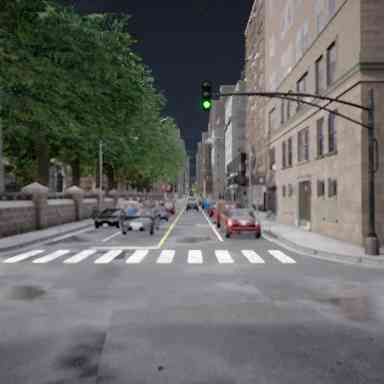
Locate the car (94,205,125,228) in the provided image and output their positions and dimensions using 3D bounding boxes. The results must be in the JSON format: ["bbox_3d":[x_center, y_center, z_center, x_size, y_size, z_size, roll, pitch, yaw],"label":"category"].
[{"bbox_3d":[-5.837,1.877,24.583,1.947,1.339,4.313,0,-1,0],"label":"car"}]

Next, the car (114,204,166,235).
[{"bbox_3d":[-3.080,1.754,20.733,2.128,1.511,4.902,0,-1,0],"label":"car"}]

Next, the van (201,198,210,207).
[{"bbox_3d":[2.722,2.191,67.825,1.690,1.788,3.998,0,-1,0],"label":"van"}]

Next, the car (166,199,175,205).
[{"bbox_3d":[-5.787,2.669,89.466,2.008,1.369,4.403,0,-1,0],"label":"car"}]

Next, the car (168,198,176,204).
[{"bbox_3d":[-5.783,2.625,94.874,1.967,1.590,4.097,0,-1,0],"label":"car"}]

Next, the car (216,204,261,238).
[{"bbox_3d":[2.685,1.683,19.153,1.967,1.590,4.097,0,-1,0],"label":"car"}]

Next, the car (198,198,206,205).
[{"bbox_3d":[2.739,2.558,89.455,1.967,1.590,4.097,0,-1,0],"label":"car"}]

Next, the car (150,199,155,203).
[{"bbox_3d":[-5.824,1.829,40.807,2.192,1.841,5.009,0,-1,0],"label":"car"}]

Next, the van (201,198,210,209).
[{"bbox_3d":[2.710,1.989,51.601,1.690,1.788,3.998,0,-1,0],"label":"van"}]

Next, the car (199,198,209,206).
[{"bbox_3d":[2.731,2.299,78.641,2.192,1.841,5.009,0,-1,0],"label":"car"}]

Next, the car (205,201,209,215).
[{"bbox_3d":[2.697,1.990,35.375,1.887,1.381,4.507,0,-1,0],"label":"car"}]

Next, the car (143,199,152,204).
[{"bbox_3d":[-5.828,1.886,35.398,1.967,1.590,4.097,0,-1,0],"label":"car"}]

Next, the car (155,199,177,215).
[{"bbox_3d":[-3.055,1.993,40.997,1.882,1.535,5.008,0,-1,0],"label":"car"}]

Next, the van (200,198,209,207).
[{"bbox_3d":[2.726,2.258,73.232,1.690,1.788,3.998,0,-1,0],"label":"van"}]

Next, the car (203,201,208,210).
[{"bbox_3d":[2.701,2.095,40.783,1.802,1.307,4.206,0,-1,0],"label":"car"}]

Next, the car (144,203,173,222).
[{"bbox_3d":[-3.080,1.952,30.747,1.994,1.385,4.181,0,-1,-1],"label":"car"}]

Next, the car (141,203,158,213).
[{"bbox_3d":[-5.820,2.163,46.210,1.802,1.307,4.206,0,-1,0],"label":"car"}]

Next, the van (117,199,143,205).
[{"bbox_3d":[-5.832,1.720,29.992,1.690,1.788,3.998,0,-1,0],"label":"van"}]

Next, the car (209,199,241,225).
[{"bbox_3d":[2.689,1.625,24.562,2.192,1.841,5.009,0,-1,0],"label":"car"}]

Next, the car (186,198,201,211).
[{"bbox_3d":[0.039,2.135,50.164,1.837,1.490,4.892,0,-1,0],"label":"car"}]
